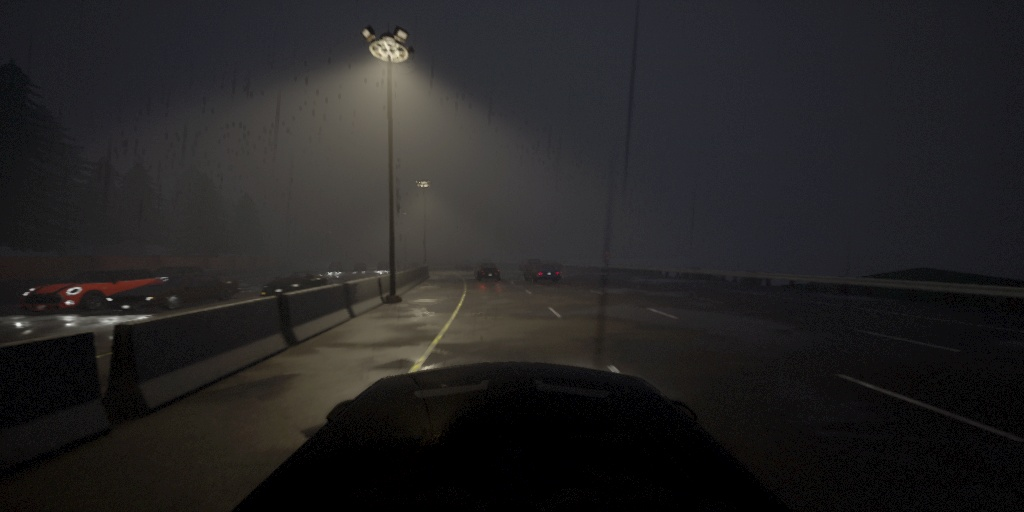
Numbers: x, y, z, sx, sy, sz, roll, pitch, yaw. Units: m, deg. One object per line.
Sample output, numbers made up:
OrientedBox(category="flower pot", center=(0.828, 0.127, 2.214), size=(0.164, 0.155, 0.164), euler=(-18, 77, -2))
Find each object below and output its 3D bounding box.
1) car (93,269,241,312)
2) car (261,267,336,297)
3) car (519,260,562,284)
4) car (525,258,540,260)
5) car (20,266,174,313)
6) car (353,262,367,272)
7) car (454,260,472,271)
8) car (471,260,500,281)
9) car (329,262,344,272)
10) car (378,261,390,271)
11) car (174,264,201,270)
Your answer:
OrientedBox(category="car", center=(-14.697, 1.529, 16.079), size=(2.033, 1.411, 5.357), euler=(-1, 0, -5))
OrientedBox(category="car", center=(-11.538, 1.498, 19.390), size=(1.994, 1.385, 4.181), euler=(-1, 0, -6))
OrientedBox(category="car", center=(2.143, 1.274, 27.231), size=(2.033, 1.411, 5.357), euler=(-1, 0, -10))
OrientedBox(category="car", center=(2.274, 1.082, 43.192), size=(2.097, 1.767, 4.553), euler=(-1, 0, -14))
OrientedBox(category="car", center=(-18.240, 1.386, 15.946), size=(2.097, 1.767, 4.553), euler=(-1, 0, -5))
OrientedBox(category="car", center=(-23.761, 1.693, 56.306), size=(2.033, 1.411, 5.357), euler=(-1, 0, -20))
OrientedBox(category="car", center=(-7.207, 1.427, 53.400), size=(2.033, 1.411, 5.357), euler=(-1, 0, -21))
OrientedBox(category="car", center=(-2.175, 1.320, 30.756), size=(1.812, 1.442, 4.674), euler=(0, 0, -11))
OrientedBox(category="car", center=(-27.454, 1.685, 56.085), size=(2.128, 1.511, 4.902), euler=(-1, 0, -20))
OrientedBox(category="car", center=(-21.019, 1.586, 58.844), size=(2.128, 1.511, 4.902), euler=(-1, 0, -20))
OrientedBox(category="car", center=(-22.705, 1.458, 24.017), size=(2.097, 1.767, 4.553), euler=(-1, 0, -9))
